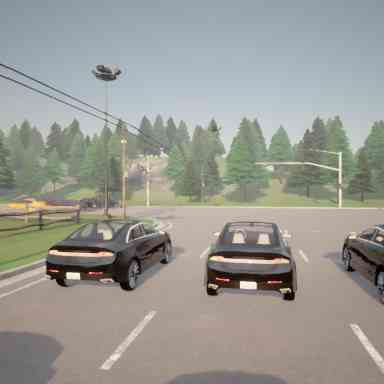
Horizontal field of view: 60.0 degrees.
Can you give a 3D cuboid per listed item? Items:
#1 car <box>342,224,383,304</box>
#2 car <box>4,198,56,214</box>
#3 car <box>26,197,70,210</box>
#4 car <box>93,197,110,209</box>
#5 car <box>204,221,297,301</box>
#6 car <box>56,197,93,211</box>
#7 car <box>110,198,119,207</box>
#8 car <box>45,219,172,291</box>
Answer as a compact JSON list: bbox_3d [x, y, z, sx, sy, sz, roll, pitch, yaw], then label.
[{"bbox_3d":[4.949,1.492,7.791,2.128,1.511,4.902,0,0,11],"label":"car"},{"bbox_3d":[-17.656,1.477,35.717,5.008,1.535,1.882,0,0,12],"label":"car"},{"bbox_3d":[-18.630,1.477,43.060,5.008,1.535,1.882,0,0,12],"label":"car"},{"bbox_3d":[-14.246,1.505,45.737,4.892,1.490,1.837,0,0,12],"label":"car"},{"bbox_3d":[1.511,1.491,8.451,2.128,1.511,4.902,0,0,11],"label":"car"},{"bbox_3d":[-14.835,1.547,38.714,5.357,1.411,2.033,0,0,12],"label":"car"},{"bbox_3d":[-13.289,1.505,49.116,4.892,1.490,1.837,0,0,12],"label":"car"},{"bbox_3d":[-1.924,1.491,9.129,2.128,1.511,4.902,0,0,12],"label":"car"}]
